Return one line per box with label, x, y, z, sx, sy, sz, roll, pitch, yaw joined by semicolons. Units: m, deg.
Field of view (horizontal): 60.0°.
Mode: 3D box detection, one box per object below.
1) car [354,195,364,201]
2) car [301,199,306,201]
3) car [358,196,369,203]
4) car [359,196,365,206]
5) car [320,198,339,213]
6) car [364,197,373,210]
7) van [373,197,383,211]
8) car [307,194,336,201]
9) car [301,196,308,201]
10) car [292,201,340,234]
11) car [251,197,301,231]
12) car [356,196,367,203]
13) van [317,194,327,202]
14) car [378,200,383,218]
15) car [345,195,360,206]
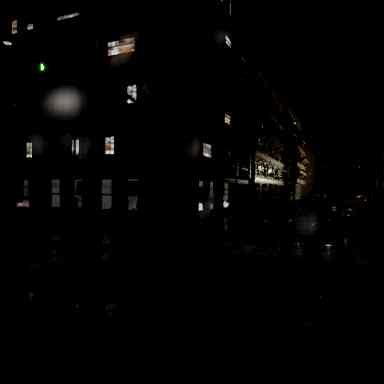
car;41.818;1.536;83.197;2.008;1.369;4.403;1;0;24
car;7.380;1.501;25.621;1.887;1.381;4.507;1;0;24
car;35.006;1.548;67.997;1.887;1.381;4.507;1;0;24
car;28.194;1.570;52.798;2.008;1.369;4.403;1;0;24
car;15.767;1.501;38.069;1.812;1.442;4.674;1;0;24
car;23.654;1.467;42.664;1.967;1.590;4.097;1;0;24
van;19.115;1.375;32.530;1.690;1.788;3.998;1;0;24
car;11.505;1.332;28.737;2.097;1.767;4.553;1;0;24
car;11.921;1.495;35.754;1.887;1.381;4.507;1;0;24
car;7.341;1.490;19.400;1.837;1.490;4.892;1;0;26
car;5.112;1.274;20.553;2.192;1.841;5.009;1;0;24
car;37.277;1.542;73.064;1.887;1.381;4.507;1;0;24
van;27.818;1.261;71.218;1.690;1.788;3.998;1;0;24
car;16.841;1.619;27.465;1.802;1.307;4.206;1;0;24
car;26.237;1.469;54.705;1.882;1.535;5.008;1;0;24
